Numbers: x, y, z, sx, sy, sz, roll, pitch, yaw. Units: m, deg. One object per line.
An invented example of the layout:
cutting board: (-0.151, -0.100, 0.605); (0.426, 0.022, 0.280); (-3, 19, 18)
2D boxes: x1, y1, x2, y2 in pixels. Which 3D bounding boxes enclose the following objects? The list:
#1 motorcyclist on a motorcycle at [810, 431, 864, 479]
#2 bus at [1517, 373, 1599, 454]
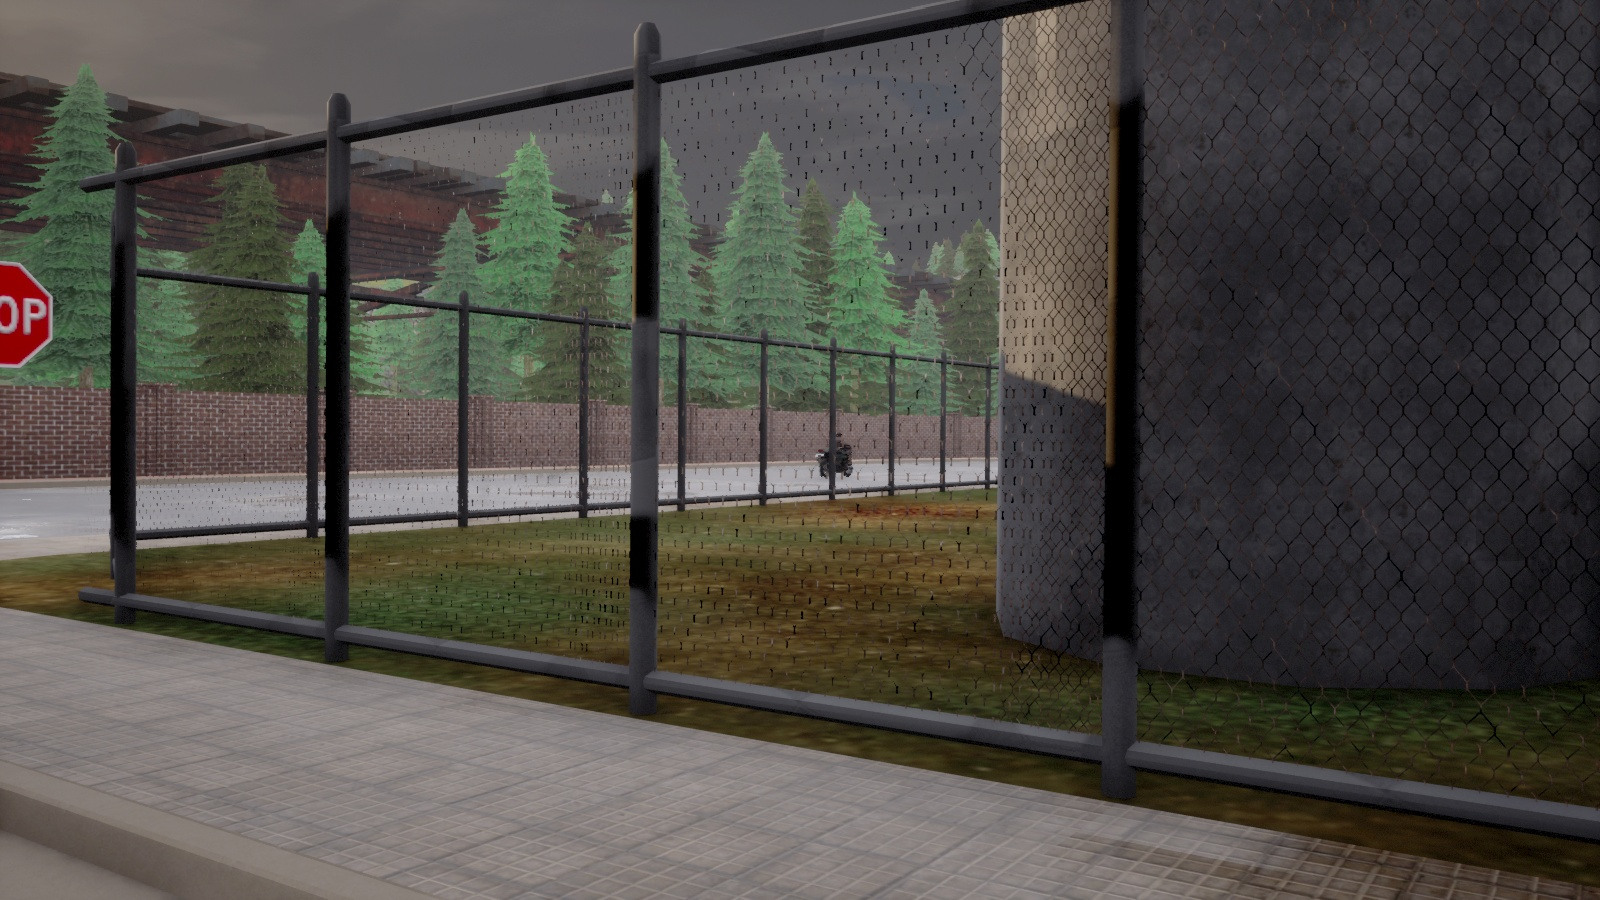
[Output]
motorcyclist on a motorcycle: (1.221, 0.144, 40.911); (0.797, 1.523, 2.044); (0, 1, 34)
bus: (45.319, -1.987, 68.244); (10.273, 4.253, 3.944); (0, 1, 10)
